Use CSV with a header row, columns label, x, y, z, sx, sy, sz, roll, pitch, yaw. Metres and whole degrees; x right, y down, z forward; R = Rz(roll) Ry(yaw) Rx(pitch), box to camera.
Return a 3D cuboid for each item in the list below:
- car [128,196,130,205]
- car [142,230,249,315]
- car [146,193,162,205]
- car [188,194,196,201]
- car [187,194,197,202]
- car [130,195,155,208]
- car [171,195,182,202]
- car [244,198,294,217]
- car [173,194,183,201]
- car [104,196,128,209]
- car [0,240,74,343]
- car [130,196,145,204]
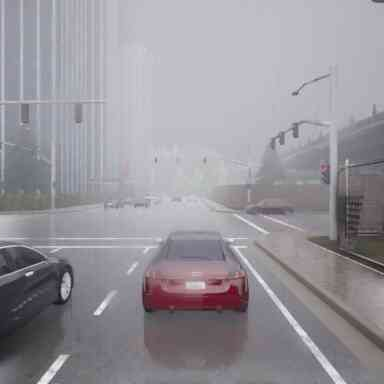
label,x,y,z,sx,sy,sz,roll,pitch,yaw
car,-10.604,1.505,54.596,1.837,1.490,4.892,0,0,0
car,0.069,1.564,7.680,1.994,1.385,4.181,0,0,0
car,-7.096,1.221,58.168,2.150,2.045,5.566,0,0,1
car,-0.031,1.361,84.694,1.837,1.490,4.892,0,0,0
car,-0.028,1.519,74.585,1.812,1.442,4.674,0,0,0
car,-7.106,1.547,47.978,2.033,1.411,5.357,0,0,0
car,-3.528,1.495,74.269,1.837,1.490,4.892,0,0,0
car,7.290,1.405,31.798,4.553,1.767,2.097,0,0,0
car,-3.531,1.386,84.693,2.128,1.511,4.902,0,0,0
car,-10.609,1.492,45.352,2.128,1.511,4.902,0,0,0
car,-3.444,1.505,5.222,1.837,1.490,4.892,0,0,0
car,-10.556,1.547,64.911,2.033,1.411,5.357,0,0,1
